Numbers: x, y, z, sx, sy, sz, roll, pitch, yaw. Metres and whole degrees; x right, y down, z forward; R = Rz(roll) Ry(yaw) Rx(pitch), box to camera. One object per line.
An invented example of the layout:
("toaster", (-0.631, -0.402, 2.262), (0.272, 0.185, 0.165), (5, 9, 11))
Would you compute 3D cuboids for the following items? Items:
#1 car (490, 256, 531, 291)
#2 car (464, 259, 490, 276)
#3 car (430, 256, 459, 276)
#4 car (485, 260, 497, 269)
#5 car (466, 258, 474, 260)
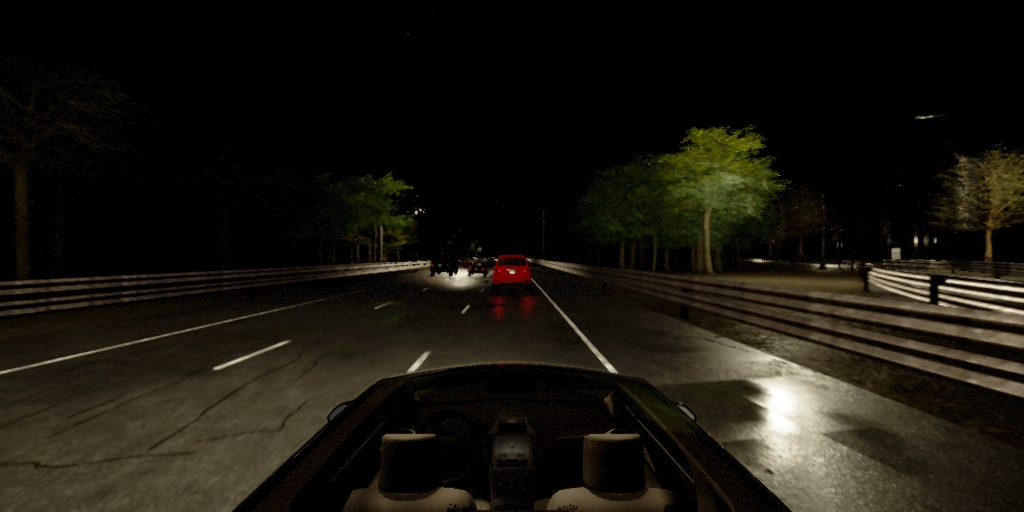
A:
("car", (0.010, 0.993, 22.294), (2.150, 2.045, 5.566), (0, 0, 0))
("car", (-3.475, 1.350, 37.476), (2.033, 1.411, 5.357), (0, 0, 0))
("car", (-6.975, 1.026, 37.308), (2.150, 2.045, 5.566), (0, 0, 0))
("car", (-3.395, 1.355, 58.722), (1.812, 1.442, 4.674), (0, 0, 0))
("car", (-6.888, 1.184, 60.847), (2.097, 1.767, 4.553), (0, 0, 0))
